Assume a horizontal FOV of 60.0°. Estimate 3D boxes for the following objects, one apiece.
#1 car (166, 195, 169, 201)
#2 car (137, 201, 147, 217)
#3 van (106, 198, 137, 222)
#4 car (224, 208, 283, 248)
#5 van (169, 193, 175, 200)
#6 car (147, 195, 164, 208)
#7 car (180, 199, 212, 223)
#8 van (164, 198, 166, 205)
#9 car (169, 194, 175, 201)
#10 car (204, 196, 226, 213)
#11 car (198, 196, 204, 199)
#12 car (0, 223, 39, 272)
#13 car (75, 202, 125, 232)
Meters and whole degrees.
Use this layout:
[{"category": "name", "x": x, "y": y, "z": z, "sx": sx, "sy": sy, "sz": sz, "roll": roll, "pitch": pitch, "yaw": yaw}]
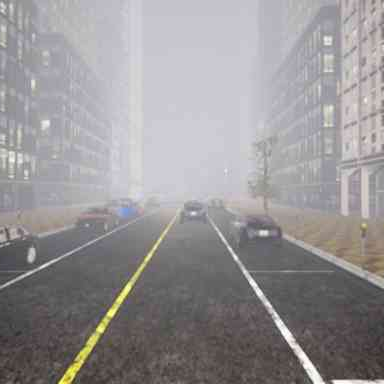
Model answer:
[{"category": "car", "x": -5.674, "y": 1.561, "z": 60.124, "sx": 1.947, "sy": 1.339, "sz": 4.313, "roll": 0, "pitch": 0, "yaw": 0}, {"category": "car", "x": -5.680, "y": 1.585, "z": 31.663, "sx": 1.802, "sy": 1.307, "sz": 4.206, "roll": 0, "pitch": 0, "yaw": 0}, {"category": "van", "x": -5.680, "y": 1.345, "z": 25.971, "sx": 1.690, "sy": 1.788, "sz": 3.998, "roll": 0, "pitch": 0, "yaw": 0}, {"category": "car", "x": 2.697, "y": 1.569, "z": 14.572, "sx": 1.947, "sy": 1.339, "sz": 4.313, "roll": 0, "pitch": 0, "yaw": 0}, {"category": "van", "x": -5.665, "y": 1.321, "z": 94.277, "sx": 1.690, "sy": 1.788, "sz": 3.998, "roll": 0, "pitch": 0, "yaw": 0}, {"category": "car", "x": -5.676, "y": 1.440, "z": 48.739, "sx": 1.967, "sy": 1.590, "sz": 4.097, "roll": 0, "pitch": 0, "yaw": 0}, {"category": "car", "x": 0.105, "y": 1.507, "z": 25.214, "sx": 2.163, "sy": 1.488, "sz": 4.792, "roll": 0, "pitch": 0, "yaw": 0}, {"category": "van", "x": -5.674, "y": 1.339, "z": 54.432, "sx": 1.690, "sy": 1.788, "sz": 3.998, "roll": 0, "pitch": 0, "yaw": 0}, {"category": "car", "x": -5.669, "y": 1.511, "z": 82.722, "sx": 1.752, "sy": 1.417, "sz": 4.829, "roll": 0, "pitch": 0, "yaw": 0}, {"category": "car", "x": 2.703, "y": 1.443, "z": 37.338, "sx": 1.967, "sy": 1.590, "sz": 4.097, "roll": 0, "pitch": 0, "yaw": 0}, {"category": "car", "x": 0.109, "y": 1.566, "z": 41.153, "sx": 1.994, "sy": 1.385, "sz": 4.181, "roll": 0, "pitch": 0, "yaw": 0}, {"category": "car", "x": -5.685, "y": 1.553, "z": 8.894, "sx": 2.008, "sy": 1.369, "sz": 4.403, "roll": 0, "pitch": 0, "yaw": 0}, {"category": "car", "x": -5.683, "y": 1.548, "z": 20.278, "sx": 1.887, "sy": 1.381, "sz": 4.507, "roll": 0, "pitch": 0, "yaw": 0}]
